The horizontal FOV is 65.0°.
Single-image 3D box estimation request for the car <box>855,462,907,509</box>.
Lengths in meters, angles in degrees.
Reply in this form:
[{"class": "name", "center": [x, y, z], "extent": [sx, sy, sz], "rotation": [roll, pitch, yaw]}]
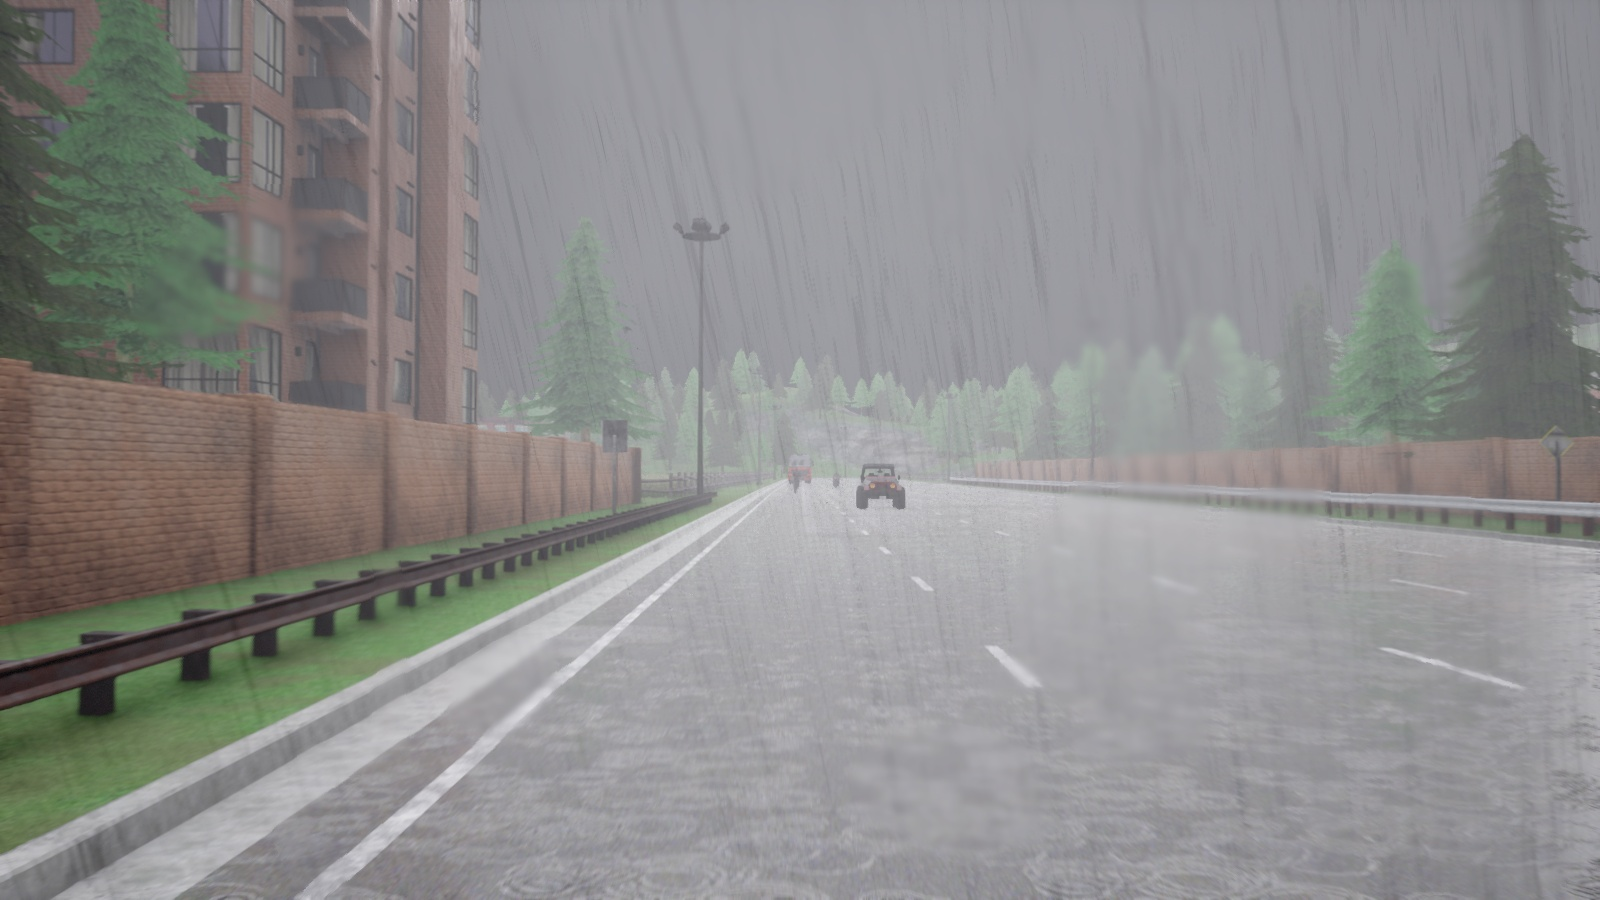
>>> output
[{"class": "car", "center": [3.371, 1.477, 52.657], "extent": [1.905, 1.878, 3.866], "rotation": [0, -1, 0]}]
